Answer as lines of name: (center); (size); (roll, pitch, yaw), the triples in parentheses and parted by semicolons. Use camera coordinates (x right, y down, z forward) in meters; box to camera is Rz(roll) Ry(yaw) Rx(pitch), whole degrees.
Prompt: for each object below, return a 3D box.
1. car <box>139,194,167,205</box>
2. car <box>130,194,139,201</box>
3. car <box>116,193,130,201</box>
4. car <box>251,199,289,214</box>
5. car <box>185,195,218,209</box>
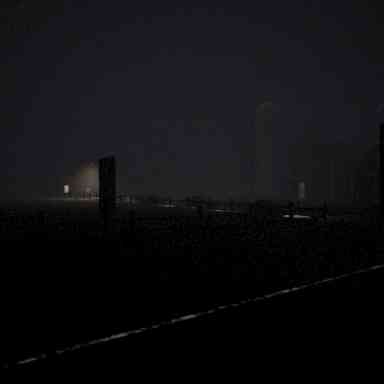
car: (-5.534, 1.088, 50.106); (2.128, 1.511, 4.902); (-1, 1, -36)
car: (-8.653, 1.084, 59.333); (1.895, 1.301, 4.718); (-1, 1, -36)
car: (-13.511, 0.905, 66.064); (1.837, 1.490, 4.892); (-1, 1, -36)
car: (7.524, 1.372, 31.922); (1.994, 1.385, 4.181); (-1, 1, -36)
car: (1.157, 1.183, 40.779); (1.882, 1.535, 5.008); (-1, 1, -36)
